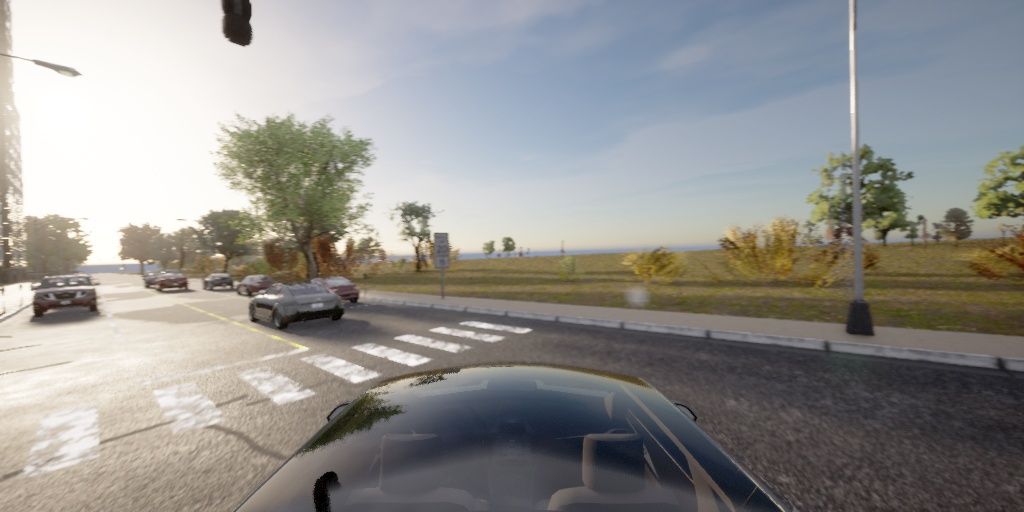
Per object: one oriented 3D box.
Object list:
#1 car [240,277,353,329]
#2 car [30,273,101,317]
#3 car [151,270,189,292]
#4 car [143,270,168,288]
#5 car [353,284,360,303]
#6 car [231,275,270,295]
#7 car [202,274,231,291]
[{"bbox_3d":[-7.674,1.587,12.645,4.181,1.385,1.994,-2,0,40],"label":"car"},{"bbox_3d":[-22.372,1.881,18.108,5.009,1.841,2.192,0,0,40],"label":"car"},{"bbox_3d":[-30.956,2.339,32.596,5.008,1.535,1.882,-2,0,41],"label":"car"},{"bbox_3d":[-38.902,2.640,39.319,4.902,1.511,2.128,-2,0,41],"label":"car"},{"bbox_3d":[-8.810,1.639,17.180,4.207,1.307,1.802,0,0,40],"label":"car"},{"bbox_3d":[-17.259,1.943,24.348,4.207,1.307,1.802,0,0,40],"label":"car"},{"bbox_3d":[-25.742,2.217,31.473,4.403,1.370,2.007,0,0,40],"label":"car"}]
